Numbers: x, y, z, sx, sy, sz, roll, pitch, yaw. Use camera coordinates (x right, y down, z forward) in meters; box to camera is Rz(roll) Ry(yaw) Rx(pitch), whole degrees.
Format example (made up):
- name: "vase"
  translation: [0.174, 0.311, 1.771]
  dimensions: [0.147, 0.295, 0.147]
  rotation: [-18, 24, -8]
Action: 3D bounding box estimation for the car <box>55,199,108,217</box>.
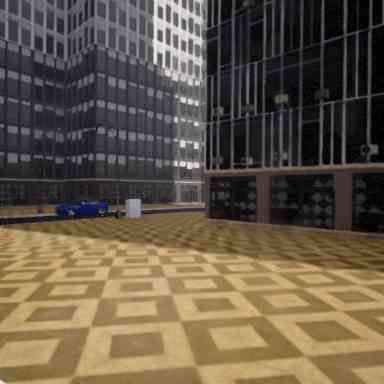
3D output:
- name: "car"
  translation: [-10.200, 1.415, 30.922]
  dimensions: [1.882, 1.535, 5.008]
  rotation: [1, 1, 41]
